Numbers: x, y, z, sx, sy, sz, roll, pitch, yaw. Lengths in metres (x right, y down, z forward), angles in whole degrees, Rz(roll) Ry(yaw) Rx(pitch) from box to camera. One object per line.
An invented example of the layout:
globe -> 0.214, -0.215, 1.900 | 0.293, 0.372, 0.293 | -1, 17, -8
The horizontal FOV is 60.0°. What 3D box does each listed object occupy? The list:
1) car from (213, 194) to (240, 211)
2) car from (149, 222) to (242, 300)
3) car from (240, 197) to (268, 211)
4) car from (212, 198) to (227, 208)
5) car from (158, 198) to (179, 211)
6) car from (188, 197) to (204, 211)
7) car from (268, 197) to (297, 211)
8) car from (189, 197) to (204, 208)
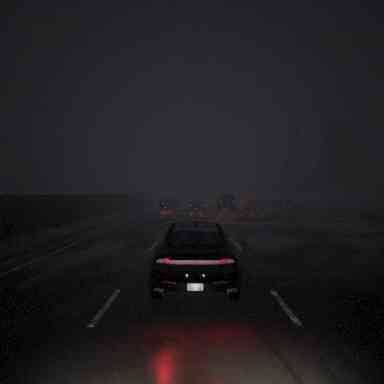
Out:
car -> 3.981, 1.209, 39.809 | 2.150, 2.045, 5.566 | 0, 0, 1
car -> 0.089, 1.489, 8.379 | 2.128, 1.511, 4.902 | 0, 0, 1
car -> 7.491, 1.588, 40.599 | 1.895, 1.301, 4.718 | 0, 0, 1
car -> 4.101, 1.586, 49.395 | 1.895, 1.301, 4.718 | 0, 0, 1
car -> -3.008, 1.492, 40.700 | 1.837, 1.490, 4.892 | 0, 0, 1
car -> 0.487, 1.589, 40.269 | 1.895, 1.301, 4.718 | 0, 0, 1
car -> 10.980, 1.535, 39.692 | 2.033, 1.411, 5.357 | 0, 0, 1
car -> 0.600, 1.476, 49.409 | 2.128, 1.511, 4.902 | 0, 0, 1
